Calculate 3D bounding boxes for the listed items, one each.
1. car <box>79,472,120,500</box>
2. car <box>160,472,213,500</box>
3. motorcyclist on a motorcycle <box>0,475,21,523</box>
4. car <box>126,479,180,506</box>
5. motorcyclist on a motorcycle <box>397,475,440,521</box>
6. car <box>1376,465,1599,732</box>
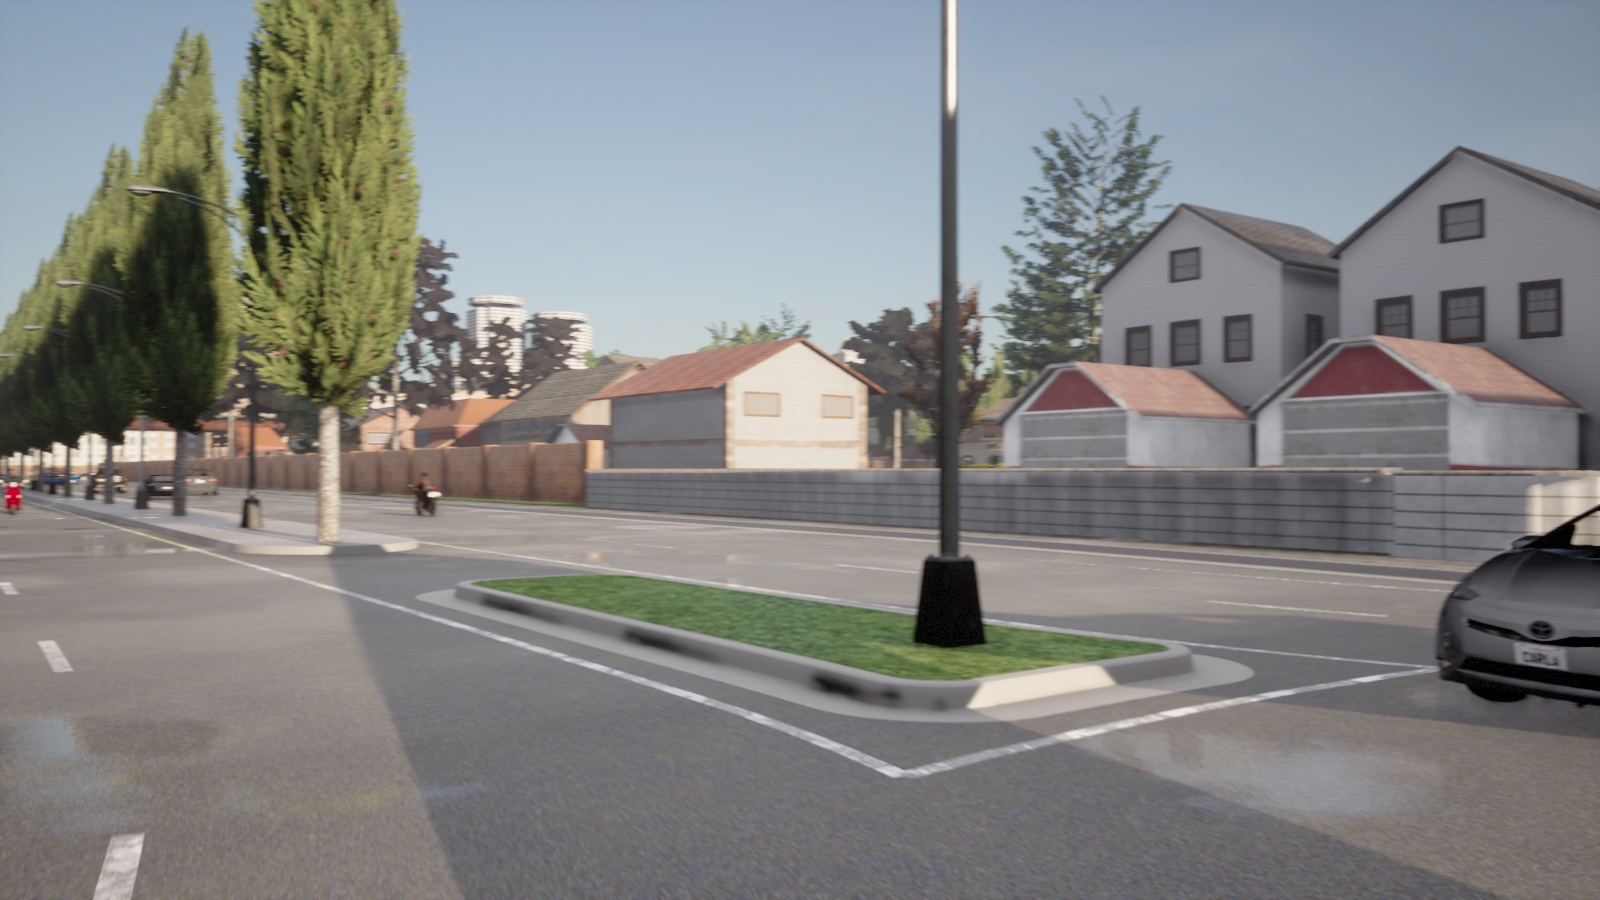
[{"bbox_3d":[-48.099,2.420,86.153,1.932,1.855,4.605,0,-1,-35],"label":"car"},{"bbox_3d":[-38.460,2.254,78.652,2.242,1.667,4.611,0,-1,-35],"label":"car"},{"bbox_3d":[-27.629,1.687,43.621,0.866,1.590,1.817,1,0,-35],"label":"motorcyclist on a motorcycle"},{"bbox_3d":[-34.700,2.256,67.336,1.994,1.385,4.181,0,-1,-35],"label":"car"},{"bbox_3d":[-13.083,1.614,43.015,0.797,1.523,2.044,0,-1,-35],"label":"motorcyclist on a motorcycle"},{"bbox_3d":[6.367,0.863,8.625,4.514,1.525,2.007,0,-1,-27],"label":"car"}]
